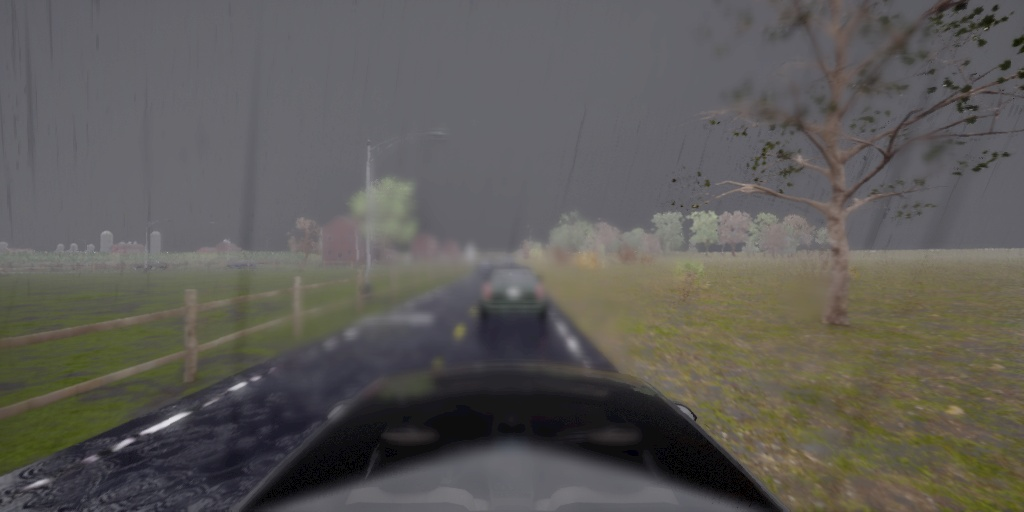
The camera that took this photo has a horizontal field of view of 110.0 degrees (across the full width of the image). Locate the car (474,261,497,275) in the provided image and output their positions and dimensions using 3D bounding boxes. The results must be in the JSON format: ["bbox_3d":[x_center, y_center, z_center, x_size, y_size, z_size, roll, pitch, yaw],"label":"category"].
[{"bbox_3d":[-2.810,1.265,39.081,2.033,1.411,5.357,0,0,0],"label":"car"}]

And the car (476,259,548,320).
[{"bbox_3d":[0.064,1.097,12.693,2.097,1.767,4.553,0,0,0],"label":"car"}]
